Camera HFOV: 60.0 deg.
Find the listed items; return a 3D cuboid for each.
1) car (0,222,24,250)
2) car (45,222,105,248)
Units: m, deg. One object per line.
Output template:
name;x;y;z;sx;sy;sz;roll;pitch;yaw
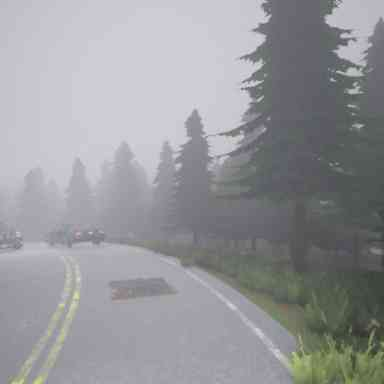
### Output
car;-11.269;2.462;18.854;2.097;1.767;4.553;1;-6;-44
car;-7.012;2.468;19.630;2.033;1.411;5.357;1;-6;-40
